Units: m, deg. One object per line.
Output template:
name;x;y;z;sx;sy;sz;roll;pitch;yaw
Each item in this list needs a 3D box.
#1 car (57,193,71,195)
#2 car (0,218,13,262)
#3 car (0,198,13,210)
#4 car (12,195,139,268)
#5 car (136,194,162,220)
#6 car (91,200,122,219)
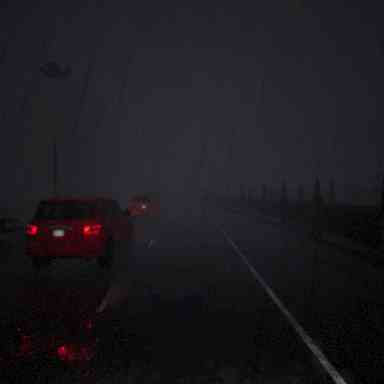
car;-16.973;1.167;43.537;2.150;2.045;5.566;0;0;-14
car;-6.936;1.586;11.900;1.895;1.301;4.718;0;0;0
car;-23.662;1.474;41.340;1.812;1.442;4.674;0;0;-14
car;-3.438;1.200;11.282;2.150;2.045;5.566;0;-1;0
car;-3.746;1.190;27.351;2.150;2.045;5.566;0;0;-3
car;-7.414;1.489;29.309;1.812;1.442;4.674;0;0;-4
